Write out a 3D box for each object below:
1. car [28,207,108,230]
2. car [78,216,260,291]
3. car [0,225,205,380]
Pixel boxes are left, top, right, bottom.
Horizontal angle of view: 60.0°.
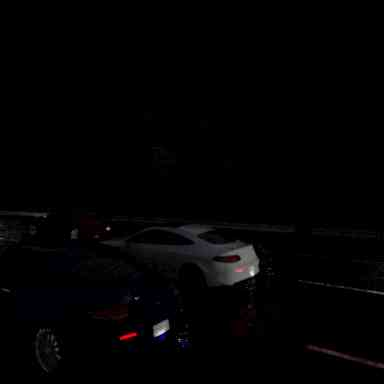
[{"bbox_3d":[-5.802,1.463,15.981,5.008,1.535,1.882,0,0,32],"label":"car"},{"bbox_3d":[-0.601,1.516,8.512,4.674,1.442,1.812,0,0,34],"label":"car"},{"bbox_3d":[-2.285,1.521,5.429,4.674,1.442,1.812,0,0,34],"label":"car"}]
